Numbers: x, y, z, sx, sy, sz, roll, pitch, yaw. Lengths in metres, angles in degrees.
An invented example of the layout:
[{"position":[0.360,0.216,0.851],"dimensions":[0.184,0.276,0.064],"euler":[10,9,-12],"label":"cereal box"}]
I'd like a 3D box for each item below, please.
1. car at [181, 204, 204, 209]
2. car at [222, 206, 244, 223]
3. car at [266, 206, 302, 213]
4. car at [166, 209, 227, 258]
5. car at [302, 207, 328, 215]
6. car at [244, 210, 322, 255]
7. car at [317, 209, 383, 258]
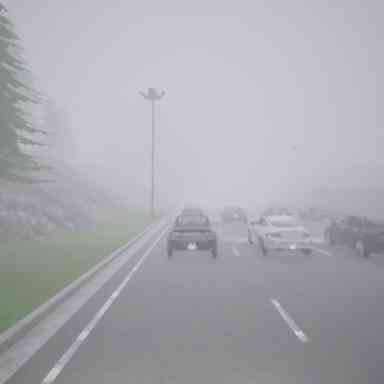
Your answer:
[{"position":[0.029,1.811,29.214],"dimensions":[1.882,1.535,5.008],"euler":[0,0,1],"label":"car"},{"position":[3.522,1.890,28.489],"dimensions":[1.994,1.385,4.181],"euler":[0,-1,1],"label":"car"},{"position":[7.009,1.862,27.481],"dimensions":[2.033,1.411,5.357],"euler":[0,-1,0],"label":"car"},{"position":[0.021,1.647,13.470],"dimensions":[2.128,1.511,4.902],"euler":[0,-1,0],"label":"car"},{"position":[10.516,1.923,28.212],"dimensions":[1.895,1.301,4.718],"euler":[0,-1,0],"label":"car"},{"position":[3.525,1.685,13.862],"dimensions":[1.812,1.442,4.674],"euler":[0,0,1],"label":"car"},{"position":[7.021,1.662,13.471],"dimensions":[1.837,1.490,4.892],"euler":[0,0,0],"label":"car"}]
